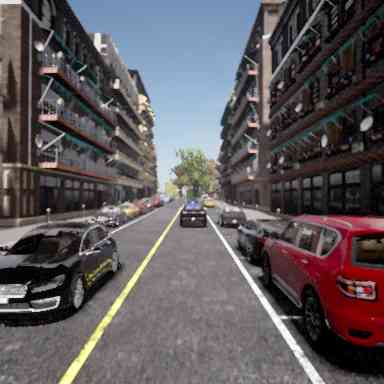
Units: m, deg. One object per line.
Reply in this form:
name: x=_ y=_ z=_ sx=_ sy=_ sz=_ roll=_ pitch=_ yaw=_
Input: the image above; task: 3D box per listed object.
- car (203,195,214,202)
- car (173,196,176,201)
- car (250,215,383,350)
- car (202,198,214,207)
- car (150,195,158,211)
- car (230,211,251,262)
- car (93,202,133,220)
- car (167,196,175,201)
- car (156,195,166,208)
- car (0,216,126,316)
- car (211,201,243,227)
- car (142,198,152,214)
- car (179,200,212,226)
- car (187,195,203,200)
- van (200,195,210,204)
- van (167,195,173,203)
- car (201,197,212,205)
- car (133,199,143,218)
car: x=2.679 y=1.662 z=51.683 sx=1.752 sy=1.417 sz=4.829 roll=1 pitch=0 yaw=0
car: x=-5.712 y=1.535 z=79.856 sx=2.192 sy=1.841 sz=5.009 roll=1 pitch=0 yaw=0
car: x=2.702 y=1.331 z=6.219 sx=2.192 sy=1.841 sz=5.009 roll=1 pitch=0 yaw=0
car: x=2.679 y=1.698 z=57.174 sx=1.887 sy=1.381 sz=4.507 roll=1 pitch=0 yaw=0
car: x=-5.696 y=1.545 z=40.225 sx=1.967 sy=1.590 sz=4.097 roll=1 pitch=0 yaw=0
car: x=2.696 y=1.596 z=11.880 sx=1.947 sy=1.339 sz=4.313 roll=1 pitch=0 yaw=0
car: x=-5.690 y=1.610 z=23.239 sx=2.008 sy=1.369 sz=4.403 roll=1 pitch=0 yaw=0
car: x=-5.721 y=1.822 z=91.179 sx=1.947 sy=1.339 sz=4.313 roll=1 pitch=0 yaw=0
car: x=-5.699 y=1.452 z=51.549 sx=2.192 sy=1.841 sz=5.009 roll=1 pitch=0 yaw=0
car: x=-3.037 y=1.527 z=7.786 sx=1.837 sy=1.490 sz=4.892 roll=0 pitch=-1 yaw=0
car: x=2.691 y=1.610 z=23.204 sx=2.008 sy=1.369 sz=4.403 roll=1 pitch=0 yaw=0
car: x=-5.695 y=1.634 z=34.562 sx=1.887 sy=1.381 sz=4.507 roll=1 pitch=0 yaw=0
car: x=0.089 y=1.553 z=23.939 sx=2.128 sy=1.511 sz=4.902 roll=0 pitch=0 yaw=0
car: x=0.079 y=1.470 z=45.226 sx=2.097 sy=1.767 sz=4.553 roll=0 pitch=0 yaw=0
van: x=2.659 y=1.527 z=68.498 sx=1.690 sy=1.788 sz=3.998 roll=1 pitch=0 yaw=0
van: x=-5.710 y=1.544 z=74.195 sx=1.690 sy=1.788 sz=3.998 roll=1 pitch=0 yaw=0
car: x=2.680 y=1.735 z=62.836 sx=1.947 sy=1.339 sz=4.313 roll=1 pitch=0 yaw=0
car: x=-5.693 y=1.599 z=28.732 sx=1.752 sy=1.417 sz=4.829 roll=1 pitch=0 yaw=0
